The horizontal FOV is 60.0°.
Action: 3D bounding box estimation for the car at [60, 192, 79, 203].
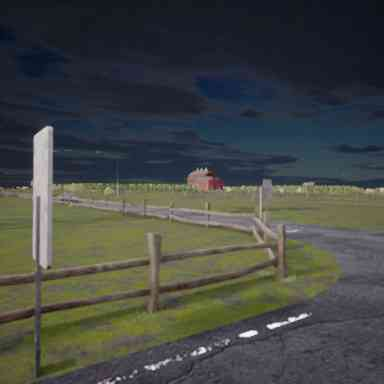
[{"bbox_3d":[-18.481,0.807,50.047,2.128,1.511,4.902,1,0,-36],"label":"car"}]
